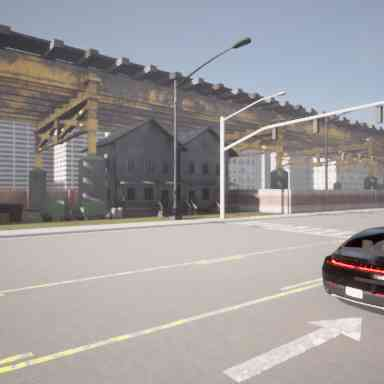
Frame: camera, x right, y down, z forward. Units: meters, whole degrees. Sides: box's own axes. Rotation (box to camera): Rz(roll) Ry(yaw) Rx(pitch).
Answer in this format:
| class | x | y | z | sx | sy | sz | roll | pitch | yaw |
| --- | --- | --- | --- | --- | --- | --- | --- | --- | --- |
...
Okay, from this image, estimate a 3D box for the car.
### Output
| class | x | y | z | sx | sy | sz | roll | pitch | yaw |
| --- | --- | --- | --- | --- | --- | --- | --- | --- | --- |
| car | 4.801 | 1.504 | 7.184 | 4.892 | 1.490 | 1.837 | 0 | 0 | -35 |
